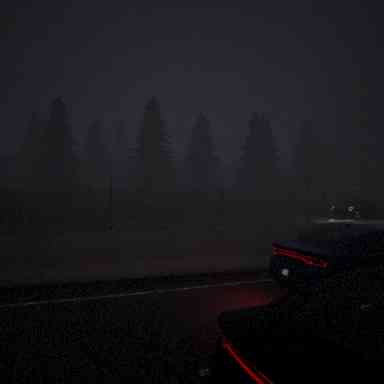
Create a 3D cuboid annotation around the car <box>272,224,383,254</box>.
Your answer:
[{"bbox_3d":[4.156,1.478,7.552,5.008,1.535,1.882,1,0,-22],"label":"car"}]

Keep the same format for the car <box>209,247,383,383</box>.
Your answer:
[{"bbox_3d":[2.638,1.478,3.216,5.008,1.535,1.882,0,0,-20],"label":"car"}]
